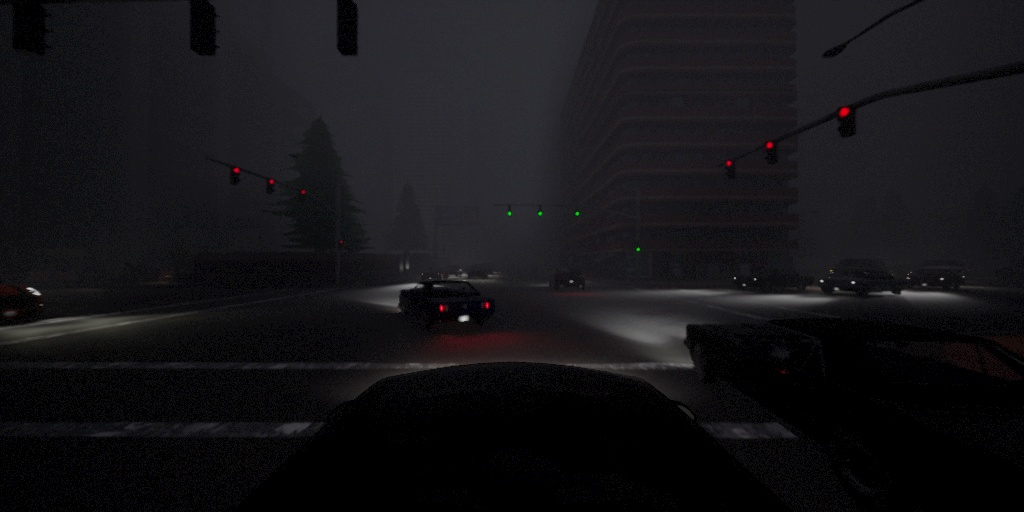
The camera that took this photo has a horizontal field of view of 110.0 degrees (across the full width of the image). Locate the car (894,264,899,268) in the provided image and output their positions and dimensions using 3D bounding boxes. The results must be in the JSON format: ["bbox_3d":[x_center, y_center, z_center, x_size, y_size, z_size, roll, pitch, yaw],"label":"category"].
[{"bbox_3d":[33.366,1.523,32.607,1.812,1.442,4.674,-1,-1,42],"label":"car"}]

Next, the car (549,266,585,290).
[{"bbox_3d":[3.584,1.409,24.095,1.882,1.535,5.008,0,0,0],"label":"car"}]

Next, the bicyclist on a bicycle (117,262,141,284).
[{"bbox_3d":[-27.898,1.235,26.128,0.582,1.620,1.656,0,0,0],"label":"bicyclist on a bicycle"}]

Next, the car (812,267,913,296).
[{"bbox_3d":[19.562,1.475,20.030,4.718,1.301,1.895,0,-1,-18],"label":"car"}]

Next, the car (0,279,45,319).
[{"bbox_3d":[-17.224,1.135,10.718,4.553,1.767,2.097,0,-1,0],"label":"car"}]

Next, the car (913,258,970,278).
[{"bbox_3d":[35.555,1.192,29.840,2.150,2.045,5.566,-1,-1,44],"label":"car"}]

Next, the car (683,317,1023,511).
[{"bbox_3d":[3.789,1.375,4.184,1.895,1.301,4.718,0,-1,4],"label":"car"}]

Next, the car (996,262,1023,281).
[{"bbox_3d":[46.704,1.352,32.613,2.097,1.767,4.553,0,0,33],"label":"car"}]

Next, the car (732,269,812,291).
[{"bbox_3d":[16.580,1.503,22.879,4.718,1.301,1.895,0,-1,-14],"label":"car"}]

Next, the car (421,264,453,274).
[{"bbox_3d":[-7.114,1.662,33.458,1.895,1.301,4.718,0,-1,0],"label":"car"}]

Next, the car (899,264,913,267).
[{"bbox_3d":[41.646,1.553,37.721,1.837,1.490,4.892,0,-1,30],"label":"car"}]

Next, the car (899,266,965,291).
[{"bbox_3d":[27.910,1.512,23.795,4.718,1.301,1.895,0,-1,-31],"label":"car"}]

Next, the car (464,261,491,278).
[{"bbox_3d":[-3.613,1.587,38.356,1.882,1.535,5.008,0,-1,0],"label":"car"}]

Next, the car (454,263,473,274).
[{"bbox_3d":[-7.063,1.743,52.918,2.128,1.511,4.902,0,-1,1],"label":"car"}]

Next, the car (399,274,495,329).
[{"bbox_3d":[-2.352,1.434,11.744,1.895,1.301,4.718,0,-1,-28],"label":"car"}]

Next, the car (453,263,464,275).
[{"bbox_3d":[-7.110,1.703,43.109,2.033,1.411,5.357,0,-1,0],"label":"car"}]

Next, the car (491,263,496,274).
[{"bbox_3d":[-3.595,1.713,48.454,1.837,1.490,4.892,0,-1,0],"label":"car"}]

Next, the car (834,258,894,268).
[{"bbox_3d":[25.638,1.159,26.487,5.566,2.045,2.150,0,-1,-31],"label":"car"}]
